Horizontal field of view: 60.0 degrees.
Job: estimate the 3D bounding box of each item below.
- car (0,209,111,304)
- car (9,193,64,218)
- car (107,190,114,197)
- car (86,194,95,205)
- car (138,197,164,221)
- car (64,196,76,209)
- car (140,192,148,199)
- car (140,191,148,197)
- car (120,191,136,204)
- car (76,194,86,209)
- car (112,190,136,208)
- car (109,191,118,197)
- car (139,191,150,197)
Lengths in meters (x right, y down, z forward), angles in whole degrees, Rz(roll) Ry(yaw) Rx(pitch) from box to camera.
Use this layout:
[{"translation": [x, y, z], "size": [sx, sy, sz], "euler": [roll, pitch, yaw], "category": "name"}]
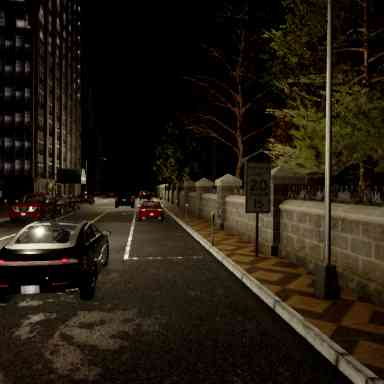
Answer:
[{"translation": [-3.104, 1.410, 8.025], "size": [2.128, 1.511, 4.902], "euler": [0, 1, -9], "category": "car"}, {"translation": [-10.784, 1.022, 22.984], "size": [2.192, 1.841, 5.009], "euler": [0, 1, -9], "category": "car"}, {"translation": [-20.031, 0.331, 83.075], "size": [2.192, 1.841, 5.009], "euler": [0, 1, -9], "category": "car"}, {"translation": [-14.122, 0.989, 44.669], "size": [1.752, 1.417, 4.829], "euler": [0, 1, -9], "category": "car"}, {"translation": [-2.998, 1.311, 24.186], "size": [1.887, 1.381, 4.507], "euler": [0, 1, -9], "category": "car"}, {"translation": [-11.626, 1.198, 28.449], "size": [2.008, 1.369, 4.403], "euler": [0, 1, -9], "category": "car"}, {"translation": [-10.589, 0.728, 73.519], "size": [1.752, 1.417, 4.829], "euler": [0, 1, -9], "category": "car"}, {"translation": [-12.243, 0.515, 84.275], "size": [1.967, 1.590, 4.097], "euler": [0, 1, -9], "category": "car"}, {"translation": [-9.348, 0.819, 48.602], "size": [2.097, 1.767, 4.553], "euler": [0, 1, -9], "category": "car"}, {"translation": [-12.467, 1.136, 33.912], "size": [2.008, 1.369, 4.403], "euler": [0, 1, -9], "category": "car"}, {"translation": [-7.800, 0.931, 38.909], "size": [2.097, 1.767, 4.553], "euler": [0, 1, -8], "category": "car"}, {"translation": [-20.874, 0.516, 88.541], "size": [1.947, 1.339, 4.313], "euler": [0, 1, -9], "category": "car"}, {"translation": [-8.880, 0.646, 62.423], "size": [2.192, 1.841, 5.009], "euler": [0, 1, -9], "category": "car"}]
